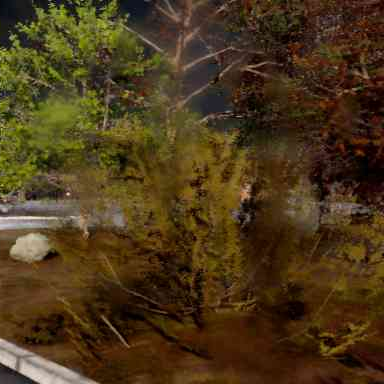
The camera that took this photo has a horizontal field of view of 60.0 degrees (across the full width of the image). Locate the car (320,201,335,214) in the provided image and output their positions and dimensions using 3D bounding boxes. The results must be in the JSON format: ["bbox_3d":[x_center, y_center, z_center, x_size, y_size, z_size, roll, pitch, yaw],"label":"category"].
[{"bbox_3d":[11.336,1.410,30.456,4.181,1.385,1.994,0,1,-41],"label":"car"}]
